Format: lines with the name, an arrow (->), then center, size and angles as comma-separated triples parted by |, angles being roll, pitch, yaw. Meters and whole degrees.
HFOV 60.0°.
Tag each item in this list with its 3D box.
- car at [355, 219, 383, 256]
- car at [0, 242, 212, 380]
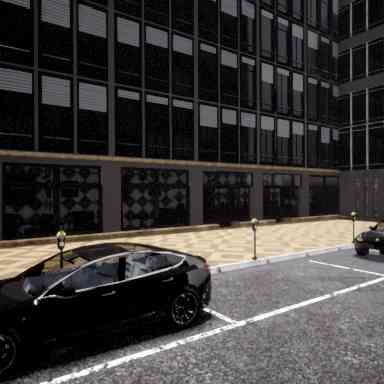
car -> 7.657, 1.564, 11.993 | 4.313, 1.339, 1.947 | 0, 0, -35
car -> -1.632, 1.566, 5.395 | 4.313, 1.339, 1.947 | 0, 0, -35
